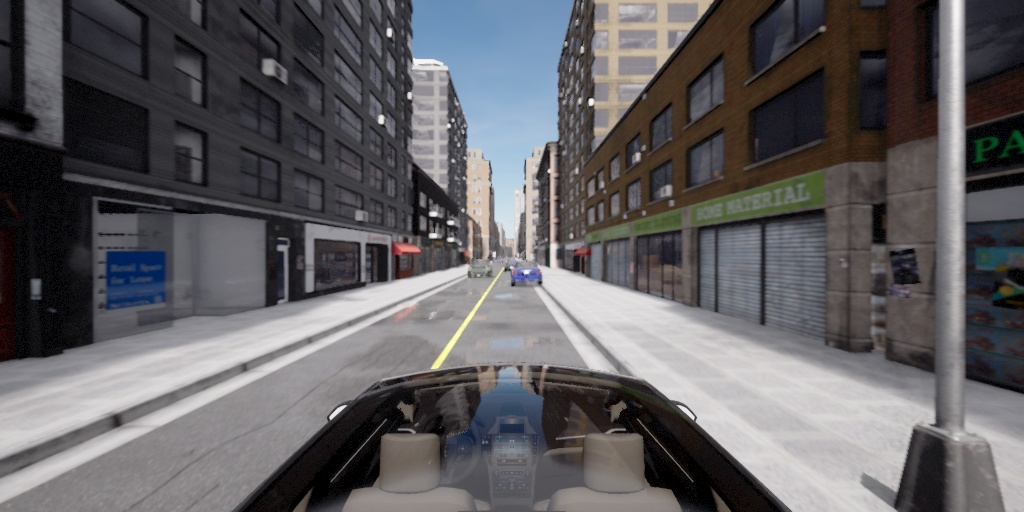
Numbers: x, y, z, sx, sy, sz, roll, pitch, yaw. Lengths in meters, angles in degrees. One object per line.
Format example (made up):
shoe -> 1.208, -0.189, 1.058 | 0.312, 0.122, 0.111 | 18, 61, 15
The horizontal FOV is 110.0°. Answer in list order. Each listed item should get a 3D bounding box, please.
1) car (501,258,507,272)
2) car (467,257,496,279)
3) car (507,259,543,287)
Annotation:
car -> 0.027, 1.276, 45.035 | 1.994, 1.385, 4.181 | 0, 0, 0
car -> -2.838, 1.081, 32.782 | 2.097, 1.767, 4.553 | 0, 0, 0
car -> 0.930, 1.057, 24.866 | 2.097, 1.767, 4.553 | -2, 0, 0
